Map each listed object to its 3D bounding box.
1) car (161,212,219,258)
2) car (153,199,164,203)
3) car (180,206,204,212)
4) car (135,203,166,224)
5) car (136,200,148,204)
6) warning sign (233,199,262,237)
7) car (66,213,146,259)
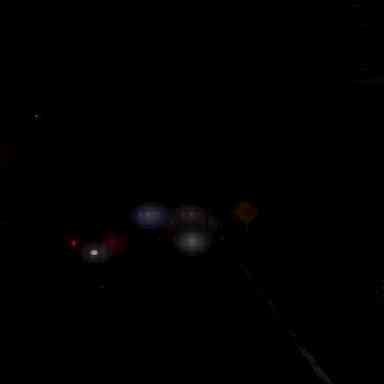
[{"bbox_3d":[0.024,1.717,13.538,1.994,1.385,4.181,0,-1,0],"label":"car"},{"bbox_3d":[-6.516,2.185,64.664,2.097,1.767,4.553,0,-1,1],"label":"car"},{"bbox_3d":[0.014,1.863,27.546,2.033,1.411,5.357,0,-1,0],"label":"car"},{"bbox_3d":[-3.236,1.863,27.551,2.033,1.411,5.357,0,-1,0],"label":"car"},{"bbox_3d":[-9.760,2.308,64.581,1.882,1.535,5.008,0,-1,1],"label":"car"},{"bbox_3d":[2.841,1.309,17.247,1.300,1.860,1.060,-1,-1,0],"label":"warning sign"},{"bbox_3d":[-3.231,1.750,13.273,1.895,1.301,4.718,0,-1,0],"label":"car"}]
